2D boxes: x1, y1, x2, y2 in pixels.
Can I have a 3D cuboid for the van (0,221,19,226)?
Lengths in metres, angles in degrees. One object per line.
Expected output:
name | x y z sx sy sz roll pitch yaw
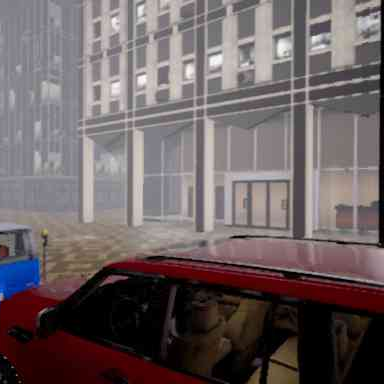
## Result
van | -4.456 1.370 6.051 3.998 1.788 1.690 0 0 36

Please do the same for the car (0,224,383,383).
car | 0.167 1.321 2.744 5.009 1.841 2.192 0 0 36
